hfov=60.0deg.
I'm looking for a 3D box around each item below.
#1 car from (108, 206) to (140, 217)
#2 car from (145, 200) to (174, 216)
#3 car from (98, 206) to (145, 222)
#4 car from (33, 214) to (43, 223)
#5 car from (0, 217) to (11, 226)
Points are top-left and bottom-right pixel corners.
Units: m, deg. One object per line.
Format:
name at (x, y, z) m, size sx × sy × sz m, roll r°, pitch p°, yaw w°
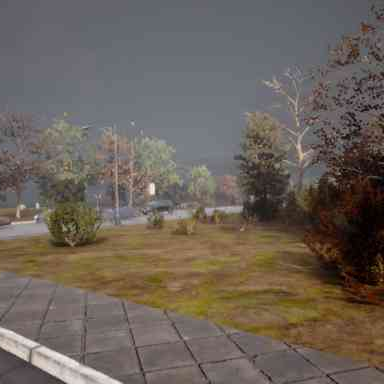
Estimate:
car at (-9.210, 2.631, 45.468) m, size 1.994 × 1.385 × 4.181 m, roll -3°, pitch -2°, yaw 32°
car at (-4.719, 2.147, 46.060) m, size 2.150 × 2.045 × 5.566 m, roll -3°, pitch -2°, yaw 32°
car at (-7.674, 2.253, 34.406) m, size 2.033 × 1.411 × 5.357 m, roll -3°, pitch -2°, yaw 32°
car at (-14.887, 2.513, 36.500) m, size 2.128 × 1.511 × 4.902 m, roll -3°, pitch -2°, yaw 33°
car at (-17.364, 2.394, 26.350) m, size 2.033 × 1.411 × 5.357 m, roll -3°, pitch -2°, yaw 34°
